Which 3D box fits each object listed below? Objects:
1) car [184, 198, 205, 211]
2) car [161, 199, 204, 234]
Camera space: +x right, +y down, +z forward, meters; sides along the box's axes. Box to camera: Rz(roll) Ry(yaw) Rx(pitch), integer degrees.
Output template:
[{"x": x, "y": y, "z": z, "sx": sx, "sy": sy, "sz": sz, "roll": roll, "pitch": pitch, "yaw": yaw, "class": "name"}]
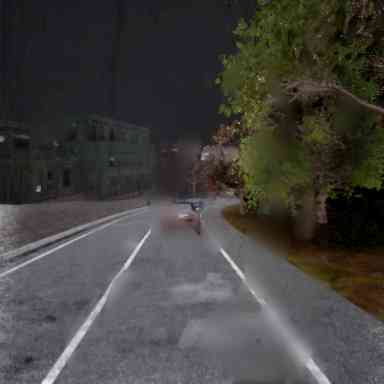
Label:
[{"x": 0.326, "y": 1.458, "z": 39.341, "sx": 1.895, "sy": 1.301, "sz": 4.718, "roll": 1, "pitch": 0, "yaw": 7, "class": "car"}, {"x": -0.596, "y": 1.309, "z": 19.019, "sx": 2.097, "sy": 1.767, "sz": 4.553, "roll": 0, "pitch": 0, "yaw": -1, "class": "car"}]
